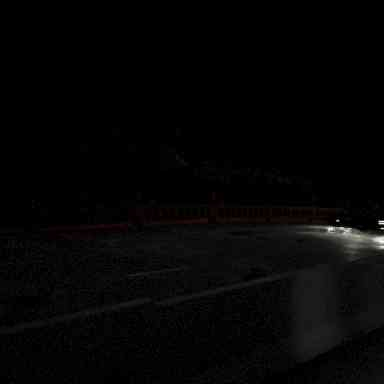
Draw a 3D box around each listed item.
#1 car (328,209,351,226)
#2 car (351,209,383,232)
[{"bbox_3d":[12.394,2.030,25.726,4.181,1.385,1.994,3,-2,-35],"label":"car"},{"bbox_3d":[12.842,1.859,21.748,5.008,1.535,1.882,3,-2,-35],"label":"car"}]
